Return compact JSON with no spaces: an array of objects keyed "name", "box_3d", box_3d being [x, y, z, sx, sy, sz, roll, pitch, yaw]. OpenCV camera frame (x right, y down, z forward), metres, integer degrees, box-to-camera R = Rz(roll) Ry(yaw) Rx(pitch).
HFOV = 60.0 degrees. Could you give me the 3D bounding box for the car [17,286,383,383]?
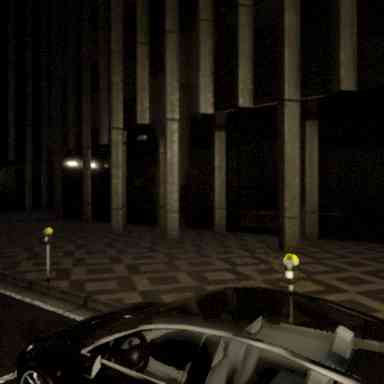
[{"name":"car","box_3d":[0.251,1.565,2.901,4.313,1.339,1.947,0,0,35]}]
